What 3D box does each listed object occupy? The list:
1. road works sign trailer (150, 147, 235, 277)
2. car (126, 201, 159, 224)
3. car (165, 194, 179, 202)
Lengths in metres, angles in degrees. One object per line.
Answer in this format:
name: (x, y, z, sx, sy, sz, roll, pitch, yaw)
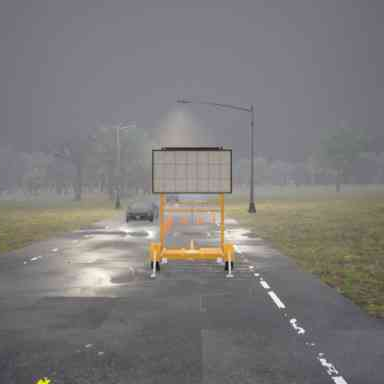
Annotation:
road works sign trailer: (0.004, 0.445, 10.169, 2.380, 3.560, 2.880, 0, 0, 0)
car: (-3.587, 1.393, 24.532, 1.882, 1.535, 5.008, 0, 0, 0)
car: (-3.469, 0.871, 59.500, 2.150, 2.045, 5.566, 0, 1, 0)
